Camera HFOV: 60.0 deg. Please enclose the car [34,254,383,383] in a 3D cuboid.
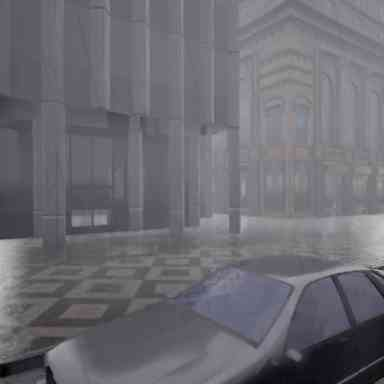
[{"bbox_3d":[1.107,1.560,4.043,5.357,1.411,2.033,0,0,-35],"label":"car"}]
